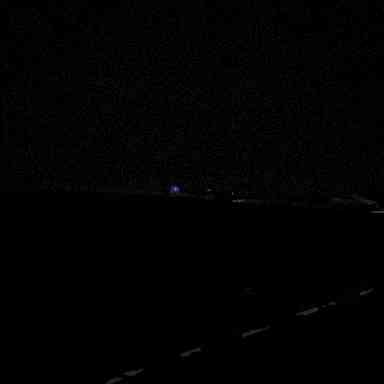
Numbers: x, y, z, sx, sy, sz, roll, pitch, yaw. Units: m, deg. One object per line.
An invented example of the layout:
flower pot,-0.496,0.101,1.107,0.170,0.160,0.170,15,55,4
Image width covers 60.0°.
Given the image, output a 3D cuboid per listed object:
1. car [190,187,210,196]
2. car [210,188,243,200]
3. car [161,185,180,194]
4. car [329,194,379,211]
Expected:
car,1.486,-0.149,58.800,2.128,1.511,4.902,-3,4,-35
car,5.270,0.186,48.428,2.097,1.767,4.553,-3,4,-35
car,-4.447,-0.590,67.085,2.097,1.767,4.553,-3,4,-35
car,16.036,0.977,33.206,1.812,1.442,4.674,-3,4,-35
